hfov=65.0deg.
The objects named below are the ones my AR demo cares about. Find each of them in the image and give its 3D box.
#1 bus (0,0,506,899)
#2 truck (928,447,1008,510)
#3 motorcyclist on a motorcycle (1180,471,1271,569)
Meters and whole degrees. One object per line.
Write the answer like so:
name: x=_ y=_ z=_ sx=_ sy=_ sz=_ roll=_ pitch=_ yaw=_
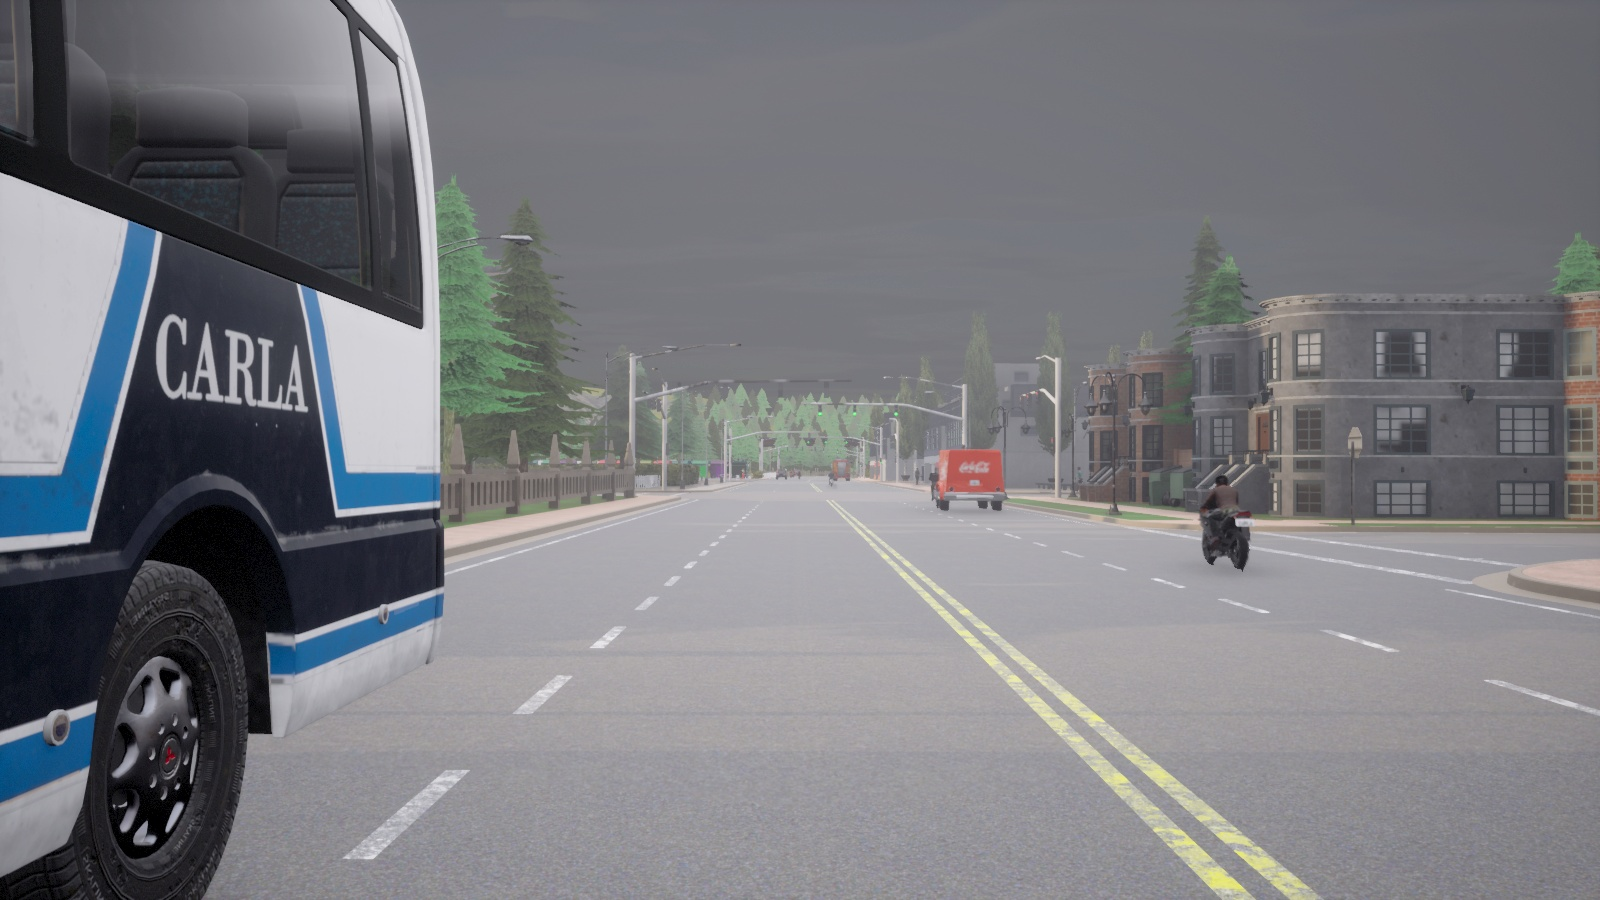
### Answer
bus: x=-3.508 y=-0.523 z=1.471 sx=3.944 sy=4.253 sz=10.273 roll=0 pitch=-1 yaw=0
truck: x=6.879 y=1.172 z=52.035 sx=2.627 sy=2.467 sz=5.204 roll=0 pitch=-1 yaw=0
motorcyclist on a motorcycle: x=6.953 y=1.114 z=20.634 sx=0.797 sy=1.523 sz=2.044 roll=0 pitch=-1 yaw=0
